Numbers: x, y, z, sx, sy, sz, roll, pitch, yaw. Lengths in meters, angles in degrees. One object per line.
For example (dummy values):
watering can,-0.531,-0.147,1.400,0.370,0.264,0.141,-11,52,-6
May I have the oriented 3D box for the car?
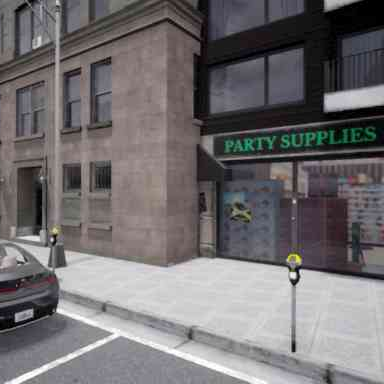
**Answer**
car,-4.200,1.549,6.080,4.403,1.369,2.008,0,0,36
